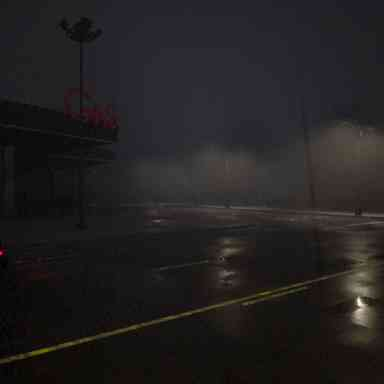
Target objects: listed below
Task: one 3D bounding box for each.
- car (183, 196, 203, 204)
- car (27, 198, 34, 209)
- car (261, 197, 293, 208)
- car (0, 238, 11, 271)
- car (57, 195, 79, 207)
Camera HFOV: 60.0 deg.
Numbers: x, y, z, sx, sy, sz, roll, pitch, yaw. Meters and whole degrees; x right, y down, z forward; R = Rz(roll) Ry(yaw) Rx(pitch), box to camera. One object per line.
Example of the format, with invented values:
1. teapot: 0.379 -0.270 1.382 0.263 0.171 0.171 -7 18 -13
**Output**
1. car: 0.210 1.477 64.980 1.882 1.535 5.008 0 0 -36
2. car: -22.029 1.456 43.590 1.970 1.475 3.806 0 0 -35
3. car: 12.284 1.505 48.245 1.837 1.490 4.892 0 0 -36
4. car: -7.168 1.547 7.470 5.357 1.411 2.033 0 0 -36
5. car: -17.819 1.295 47.573 2.242 1.667 4.611 0 0 -35
